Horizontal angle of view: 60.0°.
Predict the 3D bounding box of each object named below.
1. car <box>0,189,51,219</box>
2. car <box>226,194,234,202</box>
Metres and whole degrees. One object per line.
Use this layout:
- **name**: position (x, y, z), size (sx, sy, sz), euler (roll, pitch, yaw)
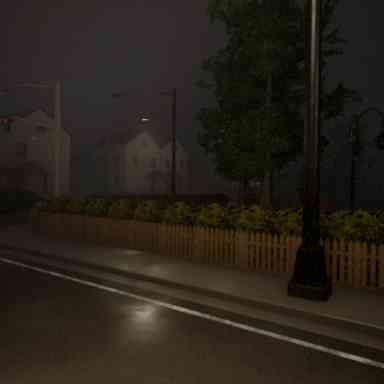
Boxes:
- **car**: position (-12.886, 0.807, 24.887), size (2.150, 2.045, 5.566), euler (1, 1, 38)
- **car**: position (5.464, 1.088, 57.233), size (1.994, 1.385, 4.181), euler (1, 1, 35)
